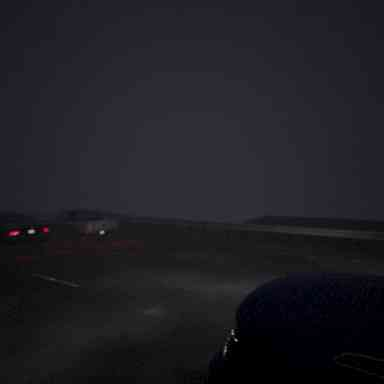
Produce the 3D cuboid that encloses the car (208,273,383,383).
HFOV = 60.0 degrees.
[{"bbox_3d":[2.795,1.221,1.998,5.566,2.045,2.150,0,0,36],"label":"car"}]

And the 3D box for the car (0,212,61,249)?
[{"bbox_3d":[-8.145,1.558,14.104,5.357,1.411,2.033,0,0,35],"label":"car"}]

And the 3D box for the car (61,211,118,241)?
[{"bbox_3d":[-6.024,1.611,16.890,4.718,1.301,1.895,0,0,36],"label":"car"}]
